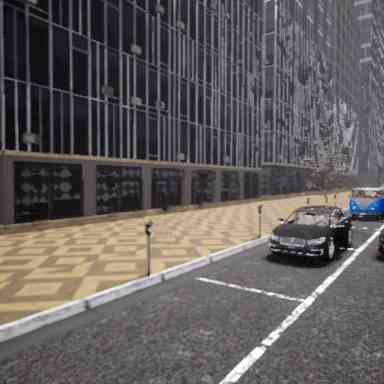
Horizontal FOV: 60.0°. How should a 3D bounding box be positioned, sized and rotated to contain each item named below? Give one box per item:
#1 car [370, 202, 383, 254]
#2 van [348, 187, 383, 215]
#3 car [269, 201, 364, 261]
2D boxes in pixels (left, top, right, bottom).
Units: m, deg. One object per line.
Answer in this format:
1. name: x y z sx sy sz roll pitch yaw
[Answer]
1. car: 7.455 1.149 10.932 2.033 1.411 5.357 2 3 36
2. van: 10.545 0.610 19.860 1.690 1.788 3.998 2 3 36
3. car: 3.920 1.154 10.614 2.008 1.369 4.403 2 3 36
